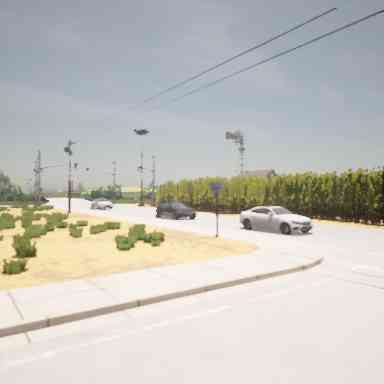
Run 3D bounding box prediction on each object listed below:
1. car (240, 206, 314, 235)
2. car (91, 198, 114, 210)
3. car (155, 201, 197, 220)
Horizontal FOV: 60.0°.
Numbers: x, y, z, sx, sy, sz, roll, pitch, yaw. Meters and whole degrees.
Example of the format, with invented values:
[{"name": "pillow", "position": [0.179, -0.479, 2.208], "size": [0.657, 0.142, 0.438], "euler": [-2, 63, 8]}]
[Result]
[{"name": "car", "position": [4.726, 1.543, 19.224], "size": [1.812, 1.442, 4.674], "euler": [0, 0, -35]}, {"name": "car", "position": [-11.759, 1.543, 43.300], "size": [1.812, 1.442, 4.674], "euler": [0, 0, -34]}, {"name": "car", "position": [-1.483, 1.544, 28.238], "size": [1.812, 1.442, 4.674], "euler": [0, 0, -35]}]
